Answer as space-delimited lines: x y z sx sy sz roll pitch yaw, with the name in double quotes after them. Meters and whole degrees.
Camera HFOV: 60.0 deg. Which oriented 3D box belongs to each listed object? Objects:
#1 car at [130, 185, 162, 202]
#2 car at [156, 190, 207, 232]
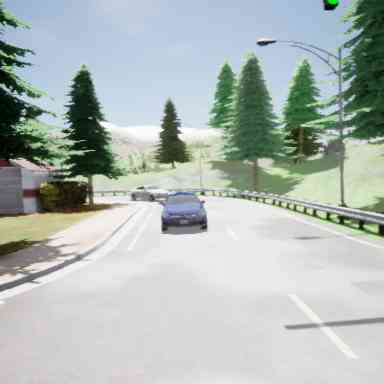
-3.986 0.064 30.995 1.812 1.442 4.674 -4 3 -43 "car"
-0.416 0.751 14.830 1.812 1.442 4.674 -2 3 -2 "car"
